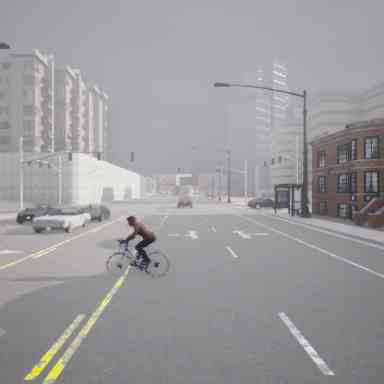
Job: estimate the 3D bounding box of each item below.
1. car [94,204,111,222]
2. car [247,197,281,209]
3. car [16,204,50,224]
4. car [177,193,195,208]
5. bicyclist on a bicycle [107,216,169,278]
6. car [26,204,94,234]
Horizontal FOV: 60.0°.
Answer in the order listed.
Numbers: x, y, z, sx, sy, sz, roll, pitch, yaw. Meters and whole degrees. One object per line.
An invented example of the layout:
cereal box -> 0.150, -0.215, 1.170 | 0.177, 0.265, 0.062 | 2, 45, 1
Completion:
car -> -7.576, 1.601, 25.612 | 1.994, 1.385, 4.181 | 0, 0, -1
car -> 9.766, 1.505, 44.019 | 4.892, 1.490, 1.837 | 0, 0, -8
car -> -11.061, 1.564, 24.396 | 1.994, 1.385, 4.181 | 0, 0, -1
car -> -0.992, 1.352, 47.448 | 2.097, 1.767, 4.553 | 0, 0, -1
bicyclist on a bicycle -> -1.424, 1.453, 8.753 | 1.656, 1.620, 0.582 | -1, 0, -1
car -> -7.518, 1.601, 19.525 | 1.895, 1.301, 4.718 | 0, 0, -1
